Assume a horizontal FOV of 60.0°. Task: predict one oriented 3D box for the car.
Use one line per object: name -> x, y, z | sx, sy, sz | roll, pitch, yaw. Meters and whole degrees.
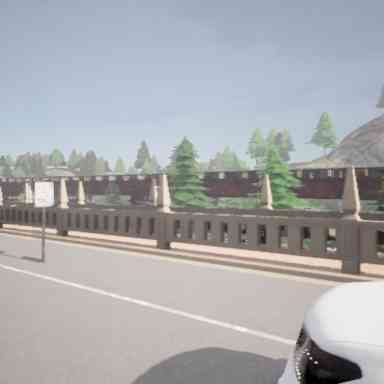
car -> 3.286, 1.220, 1.624 | 5.566, 2.045, 2.150 | 0, 0, 36
